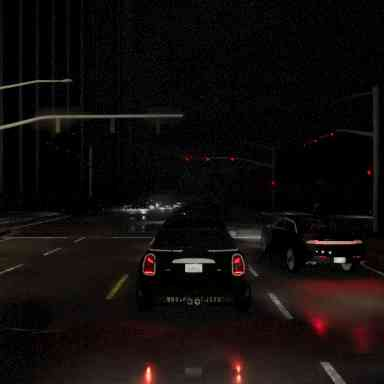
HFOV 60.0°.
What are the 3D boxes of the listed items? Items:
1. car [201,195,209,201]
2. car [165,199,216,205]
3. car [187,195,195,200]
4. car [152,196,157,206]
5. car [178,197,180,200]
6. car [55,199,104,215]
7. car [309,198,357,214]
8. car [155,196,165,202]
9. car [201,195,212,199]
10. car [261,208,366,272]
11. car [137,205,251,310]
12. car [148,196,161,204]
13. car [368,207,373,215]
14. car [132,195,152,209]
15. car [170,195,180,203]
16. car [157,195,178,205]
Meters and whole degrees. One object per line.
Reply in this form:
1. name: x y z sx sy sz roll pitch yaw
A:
1. car: 3.326 1.478 87.950 1.882 1.535 5.008 0 0 0
2. car: 0.733 1.572 27.359 5.357 1.411 2.033 0 0 -42
3. car: -0.153 1.478 77.866 1.882 1.535 5.008 0 0 0
4. car: -7.196 1.352 55.358 2.097 1.767 4.553 0 0 0
5. car: -3.690 1.491 60.279 2.128 1.511 4.902 0 0 0
6. car: -11.666 1.551 34.525 4.892 1.490 1.837 0 0 0
7. car: 14.603 1.407 34.705 4.553 1.767 2.097 0 0 2
8. car: -7.146 1.594 74.197 1.895 1.301 4.718 0 0 0
9. car: 3.354 1.500 74.512 1.837 1.490 4.892 0 0 0
10. car: 3.598 1.492 10.763 2.128 1.511 4.902 0 0 -3
11. car: 0.042 1.352 7.953 2.097 1.767 4.553 0 0 0
12. car: -7.177 1.526 64.154 1.812 1.442 4.674 0 0 0
13. car: 19.108 1.557 31.152 4.892 1.490 1.837 -1 0 0
14. car: -7.185 1.526 46.455 1.812 1.442 4.674 0 0 0
15. car: -3.639 1.500 70.490 1.837 1.490 4.892 0 0 0
16. car: -3.689 1.547 50.777 2.033 1.411 5.357 0 0 0
